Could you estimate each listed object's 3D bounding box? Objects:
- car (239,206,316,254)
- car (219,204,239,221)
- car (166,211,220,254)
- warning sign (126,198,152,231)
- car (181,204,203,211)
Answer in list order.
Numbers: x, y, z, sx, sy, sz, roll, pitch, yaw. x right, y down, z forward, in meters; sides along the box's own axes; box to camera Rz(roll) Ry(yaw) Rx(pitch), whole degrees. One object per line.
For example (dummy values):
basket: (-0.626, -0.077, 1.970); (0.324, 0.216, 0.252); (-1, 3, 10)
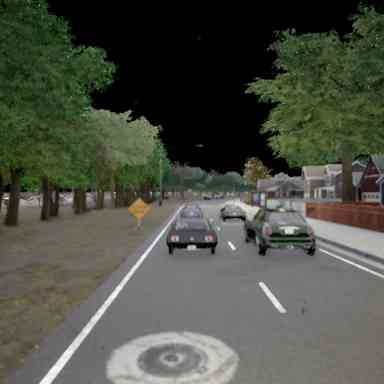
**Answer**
car: (3.500, 1.463, 14.073); (2.097, 1.767, 4.553); (0, -1, 0)
car: (3.500, 1.771, 29.313); (1.994, 1.385, 4.181); (0, 0, 0)
car: (-0.001, 1.714, 14.106); (1.895, 1.301, 4.718); (0, 0, 0)
warning sign: (-3.048, 1.264, 19.240); (1.300, 1.860, 1.060); (0, 0, 0)
car: (0.000, 1.771, 29.349); (1.994, 1.385, 4.181); (0, 0, 0)
